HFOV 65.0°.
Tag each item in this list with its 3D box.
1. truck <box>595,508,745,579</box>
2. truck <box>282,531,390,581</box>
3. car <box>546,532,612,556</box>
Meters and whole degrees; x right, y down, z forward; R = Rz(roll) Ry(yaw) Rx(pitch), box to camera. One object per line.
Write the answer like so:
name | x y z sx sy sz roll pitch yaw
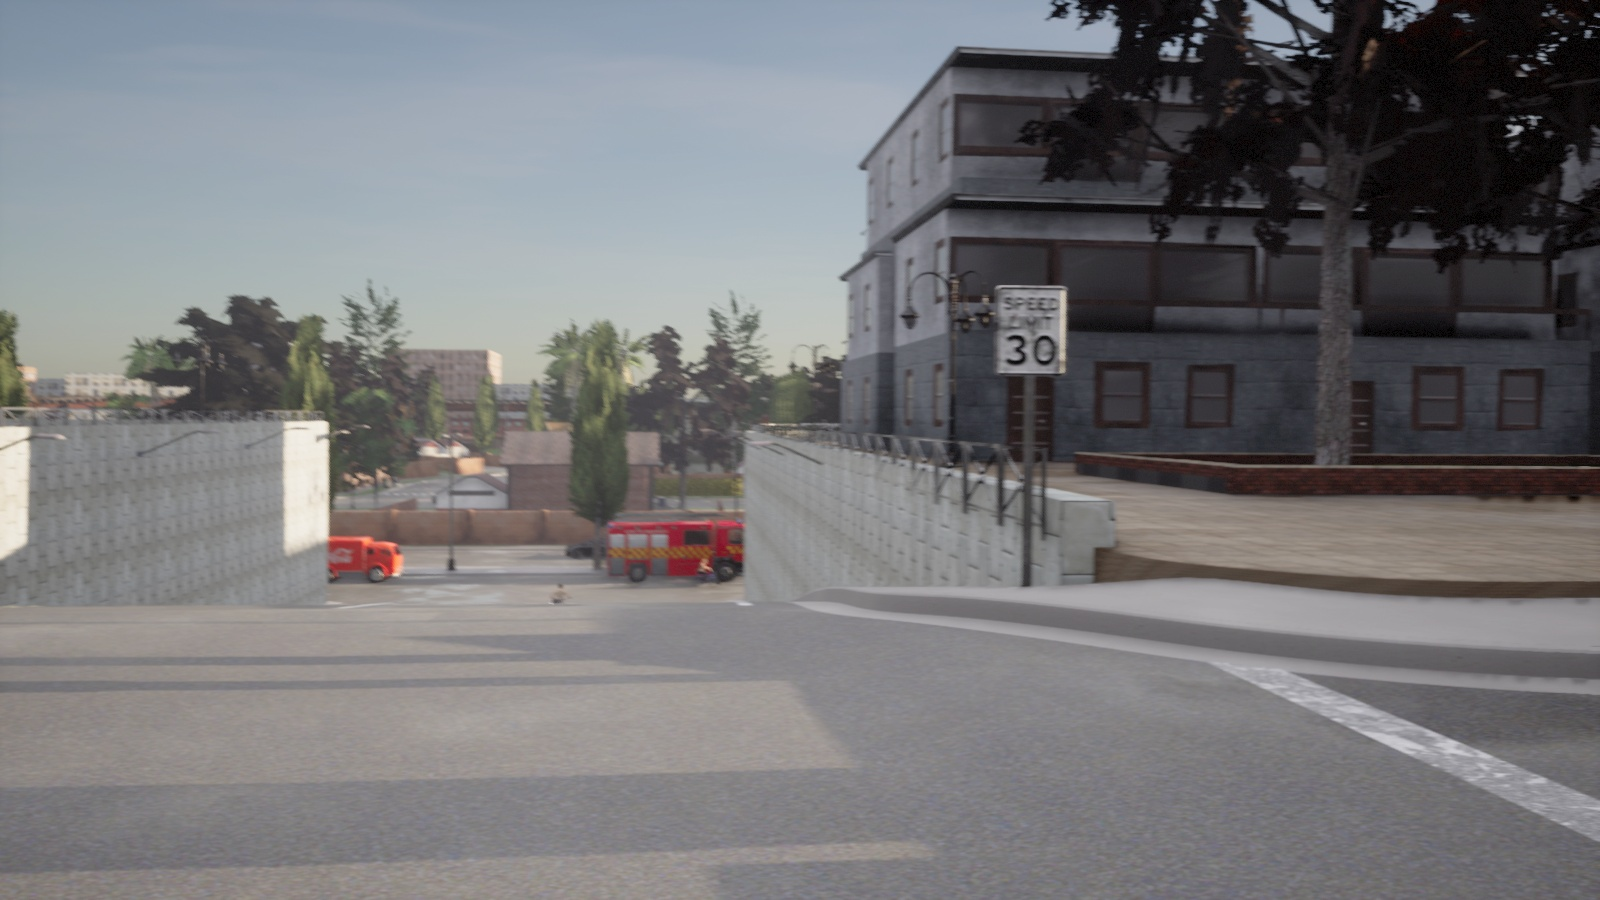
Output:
truck | -7.510 5.364 72.726 8.468 3.827 2.891 0 2 -7
truck | -26.020 5.920 70.586 5.204 2.467 2.627 0 2 -7
car | -14.678 6.218 83.498 4.181 1.385 1.994 0 2 -7
